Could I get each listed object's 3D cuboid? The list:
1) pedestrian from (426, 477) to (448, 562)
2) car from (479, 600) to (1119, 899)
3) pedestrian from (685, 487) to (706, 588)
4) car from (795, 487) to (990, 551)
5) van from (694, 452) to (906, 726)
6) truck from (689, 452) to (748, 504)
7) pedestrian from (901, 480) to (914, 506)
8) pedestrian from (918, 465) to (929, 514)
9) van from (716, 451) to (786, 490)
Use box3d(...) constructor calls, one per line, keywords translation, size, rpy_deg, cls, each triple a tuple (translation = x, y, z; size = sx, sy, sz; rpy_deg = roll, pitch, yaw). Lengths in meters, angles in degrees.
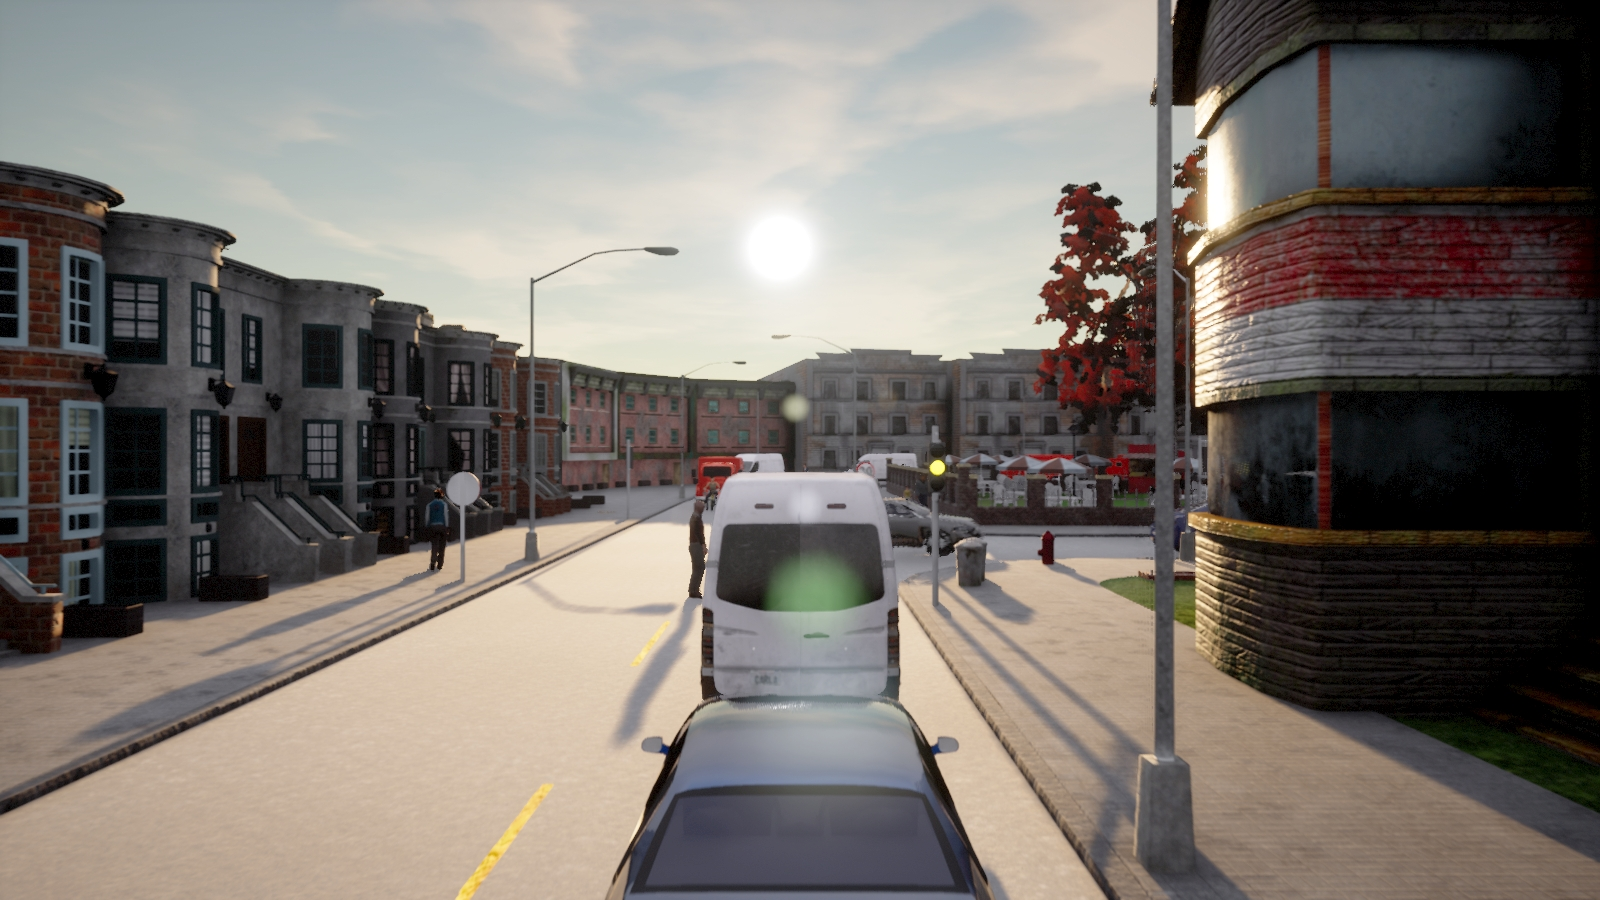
box3d(translation=(-8.027, 1.524, 25.283), size=(0.375, 1.860, 0.375), rpy_deg=(0, 0, -3), cls="pedestrian")
box3d(translation=(-0.003, 1.886, 6.307), size=(2.033, 1.411, 5.357), rpy_deg=(0, 0, 0), cls="car")
box3d(translation=(-1.950, 1.629, 21.347), size=(0.375, 1.860, 0.375), rpy_deg=(0, 0, -4), cls="pedestrian")
box3d(translation=(2.527, 1.828, 31.083), size=(4.902, 1.511, 2.128), rpy_deg=(0, 0, 21), cls="car")
box3d(translation=(-0.003, 1.315, 13.687), size=(1.988, 2.561, 5.915), rpy_deg=(0, 0, 0), cls="van")
box3d(translation=(-4.029, 1.348, 57.579), size=(2.627, 2.467, 5.204), rpy_deg=(0, 0, 0), cls="truck")
box3d(translation=(4.768, 1.897, 50.616), size=(0.500, 1.100, 0.500), rpy_deg=(0, 0, 0), cls="pedestrian")
box3d(translation=(4.746, 1.516, 43.874), size=(0.375, 1.860, 0.375), rpy_deg=(0, 0, 0), cls="pedestrian")
box3d(translation=(-3.213, 1.316, 77.025), size=(1.988, 2.561, 5.915), rpy_deg=(0, 0, 28), cls="van")
